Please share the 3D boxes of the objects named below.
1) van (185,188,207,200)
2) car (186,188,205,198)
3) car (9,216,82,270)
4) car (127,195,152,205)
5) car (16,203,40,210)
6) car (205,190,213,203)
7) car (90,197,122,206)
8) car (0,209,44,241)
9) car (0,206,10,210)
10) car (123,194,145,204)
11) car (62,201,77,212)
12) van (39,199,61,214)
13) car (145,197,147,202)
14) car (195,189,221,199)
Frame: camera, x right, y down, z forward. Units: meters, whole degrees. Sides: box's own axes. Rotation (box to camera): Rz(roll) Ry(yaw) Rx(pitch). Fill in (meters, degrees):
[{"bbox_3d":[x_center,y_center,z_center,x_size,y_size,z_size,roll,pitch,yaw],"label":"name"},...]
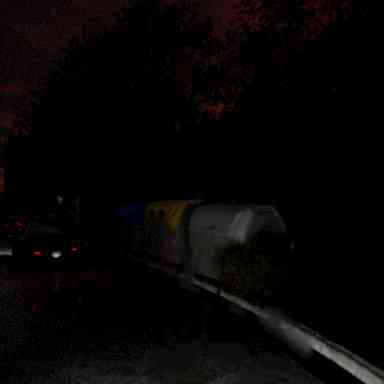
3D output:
[{"bbox_3d":[0.689,0.355,60.556,1.878,1.987,4.442,-4,1,-34],"label":"van"},{"bbox_3d":[-1.296,0.794,43.671,2.435,2.045,5.566,-4,1,-34],"label":"car"},{"bbox_3d":[-5.283,1.763,11.950,1.812,1.442,4.674,0,-2,-32],"label":"car"},{"bbox_3d":[-8.679,1.310,54.462,2.163,1.488,4.792,-4,1,-34],"label":"car"},{"bbox_3d":[-22.629,2.397,45.132,2.163,1.488,4.792,-4,2,-34],"label":"car"},{"bbox_3d":[1.062,0.899,45.174,2.163,1.488,4.792,-4,1,-34],"label":"car"},{"bbox_3d":[-10.435,1.502,37.560,2.435,2.045,5.566,-4,2,-34],"label":"car"},{"bbox_3d":[-10.774,2.073,20.678,1.882,1.535,5.008,0,-2,-32],"label":"car"},{"bbox_3d":[-24.954,2.580,43.577,2.163,1.488,4.792,-5,2,-34],"label":"car"},{"bbox_3d":[-8.228,1.328,39.037,2.435,2.045,5.566,-5,2,-34],"label":"car"},{"bbox_3d":[-17.946,2.031,48.194,2.163,1.488,4.792,-4,2,-34],"label":"car"},{"bbox_3d":[-20.369,1.961,46.755,1.878,1.987,4.442,-4,2,-34],"label":"van"},{"bbox_3d":[-5.783,1.431,40.634,2.002,1.452,4.674,-4,1,-34],"label":"car"},{"bbox_3d":[2.961,0.410,62.216,2.231,1.521,4.892,-4,1,-34],"label":"car"}]
